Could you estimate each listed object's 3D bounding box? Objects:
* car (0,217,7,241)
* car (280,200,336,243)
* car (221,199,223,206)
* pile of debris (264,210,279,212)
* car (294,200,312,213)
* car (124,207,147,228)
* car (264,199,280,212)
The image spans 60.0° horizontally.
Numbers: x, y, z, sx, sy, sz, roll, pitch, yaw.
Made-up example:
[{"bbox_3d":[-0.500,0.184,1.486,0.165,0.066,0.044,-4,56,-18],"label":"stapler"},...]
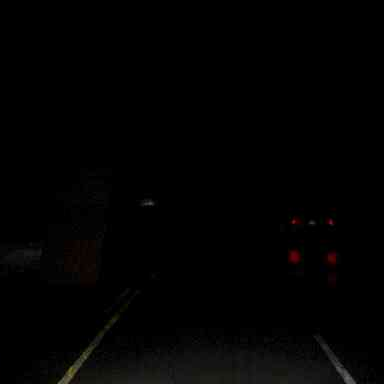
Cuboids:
[{"bbox_3d":[-9.409,1.462,12.763,1.882,1.535,5.008,0,0,9],"label":"car"},{"bbox_3d":[5.774,1.399,16.821,2.097,1.767,4.553,0,0,12],"label":"car"},{"bbox_3d":[3.726,1.600,54.837,1.837,1.490,4.892,0,0,21],"label":"car"},{"bbox_3d":[9.610,2.271,40.179,1.500,0.140,1.860,0,0,20],"label":"pile of debris"},{"bbox_3d":[13.570,1.675,40.488,1.994,1.385,4.181,0,0,20],"label":"car"},{"bbox_3d":[-4.441,1.615,20.264,1.895,1.301,4.718,0,0,14],"label":"car"},{"bbox_3d":[10.090,1.624,41.215,1.812,1.442,4.674,0,0,20],"label":"car"}]
